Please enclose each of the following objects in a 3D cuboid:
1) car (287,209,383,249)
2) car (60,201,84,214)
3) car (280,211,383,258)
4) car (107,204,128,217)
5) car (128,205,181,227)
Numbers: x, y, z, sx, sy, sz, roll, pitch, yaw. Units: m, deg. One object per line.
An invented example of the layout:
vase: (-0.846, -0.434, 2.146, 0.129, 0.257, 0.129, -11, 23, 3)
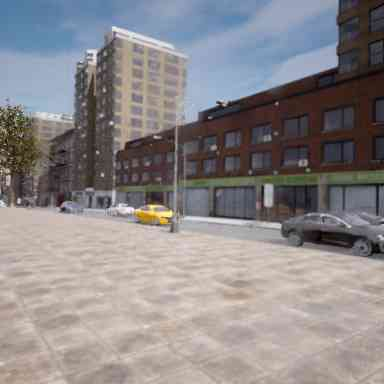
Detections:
car: (7.349, 1.670, 16.397, 2.128, 1.511, 4.902, 2, -2, -35)
car: (-16.164, 2.017, 44.687, 2.097, 1.767, 4.553, 2, -2, -35)
car: (5.857, 1.584, 13.400, 2.128, 1.511, 4.902, 2, -1, -35)
car: (-8.246, 2.093, 38.433, 1.812, 1.442, 4.674, 2, -2, -35)
car: (-2.736, 1.760, 25.549, 1.882, 1.535, 5.008, 2, -1, -35)
